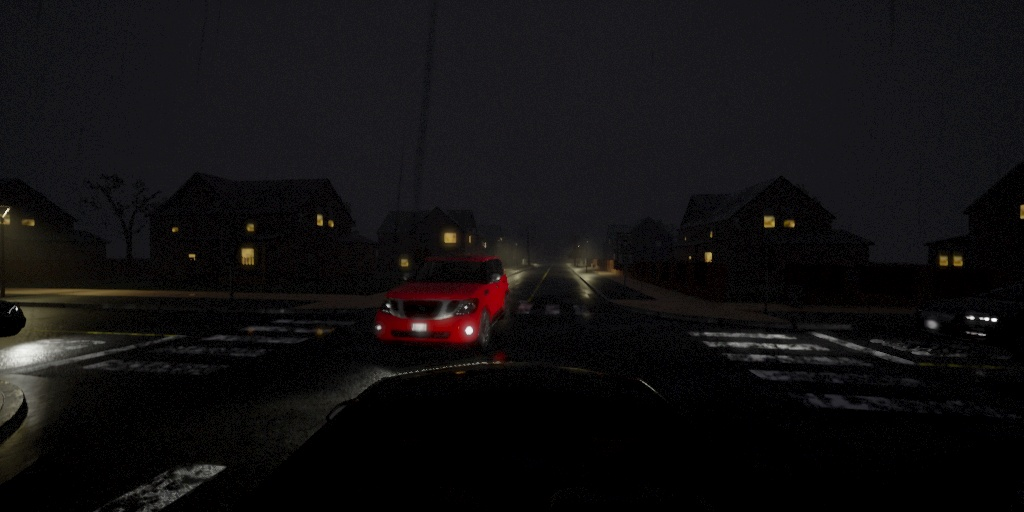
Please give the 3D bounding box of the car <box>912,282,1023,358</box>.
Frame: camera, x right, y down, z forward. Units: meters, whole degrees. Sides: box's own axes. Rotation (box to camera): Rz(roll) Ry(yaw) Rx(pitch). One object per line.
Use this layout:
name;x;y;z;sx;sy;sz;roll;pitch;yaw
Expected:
car;11.890;1.296;7.704;4.902;1.511;2.128;0;0;8

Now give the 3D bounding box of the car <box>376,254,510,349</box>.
car;-1.390;0.978;9.507;2.150;2.045;5.566;0;0;7

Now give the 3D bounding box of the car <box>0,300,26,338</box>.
car;-13.599;1.193;7.870;4.674;1.442;1.812;0;0;7
